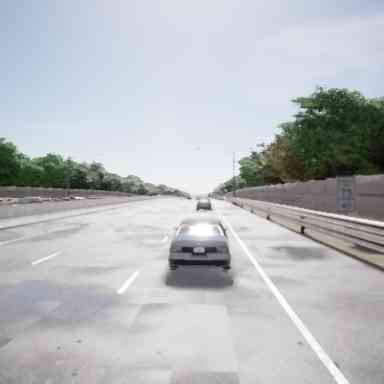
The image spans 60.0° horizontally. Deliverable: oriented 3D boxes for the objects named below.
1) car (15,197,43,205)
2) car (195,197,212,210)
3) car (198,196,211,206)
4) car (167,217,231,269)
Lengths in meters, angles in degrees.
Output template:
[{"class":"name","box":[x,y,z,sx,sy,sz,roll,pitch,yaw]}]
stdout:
[{"class":"car","box":[-22.858,1.520,46.793,1.837,1.490,4.892,0,0,3]},{"class":"car","box":[1.555,1.609,43.057,1.994,1.385,4.181,0,0,2]},{"class":"car","box":[2.194,1.545,59.081,2.128,1.511,4.902,0,0,2]},{"class":"car","box":[0.283,1.563,11.176,2.033,1.411,5.357,0,0,2]}]
